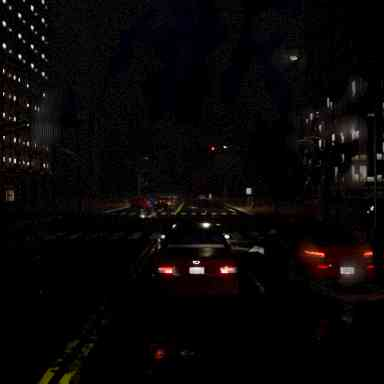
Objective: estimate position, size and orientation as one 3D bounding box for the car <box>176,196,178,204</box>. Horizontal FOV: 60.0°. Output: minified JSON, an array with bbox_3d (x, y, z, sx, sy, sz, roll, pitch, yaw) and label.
[{"bbox_3d":[-3.414,1.455,49.508,1.837,1.490,4.892,0,0,0],"label":"car"}]

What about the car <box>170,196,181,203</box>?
[{"bbox_3d":[-3.433,1.471,69.161,1.994,1.385,4.181,0,0,-1],"label":"car"}]

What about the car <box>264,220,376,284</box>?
[{"bbox_3d":[3.336,1.522,9.449,1.812,1.442,4.674,0,0,0],"label":"car"}]

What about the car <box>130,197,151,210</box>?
[{"bbox_3d":[-6.658,1.442,42.237,1.882,1.535,5.008,0,0,0],"label":"car"}]

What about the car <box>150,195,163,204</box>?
[{"bbox_3d":[-6.674,1.427,62.522,1.837,1.490,4.892,0,0,0],"label":"car"}]

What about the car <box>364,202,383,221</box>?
[{"bbox_3d":[16.986,1.279,26.703,5.566,2.045,2.150,0,0,3],"label":"car"}]

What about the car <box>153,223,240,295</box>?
[{"bbox_3d":[0.088,1.544,8.864,2.033,1.411,5.357,0,0,0],"label":"car"}]

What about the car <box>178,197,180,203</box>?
[{"bbox_3d":[-3.418,1.421,59.127,2.128,1.511,4.902,0,0,0],"label":"car"}]

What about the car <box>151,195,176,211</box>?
[{"bbox_3d":[-3.403,1.319,40.615,2.097,1.767,4.553,0,0,0],"label":"car"}]

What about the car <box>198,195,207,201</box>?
[{"bbox_3d":[2.528,1.391,82.843,1.812,1.442,4.674,0,0,-4],"label":"car"}]

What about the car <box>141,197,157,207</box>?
[{"bbox_3d":[-6.670,1.470,52.157,1.812,1.442,4.674,0,0,0],"label":"car"}]
